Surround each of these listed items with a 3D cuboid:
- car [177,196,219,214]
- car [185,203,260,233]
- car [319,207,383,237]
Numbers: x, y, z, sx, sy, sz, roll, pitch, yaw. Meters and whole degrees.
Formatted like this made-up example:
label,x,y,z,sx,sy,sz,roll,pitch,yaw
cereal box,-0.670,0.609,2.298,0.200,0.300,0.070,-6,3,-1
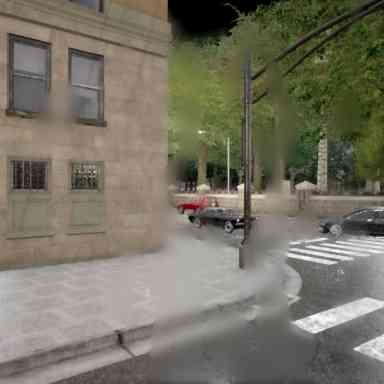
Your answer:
label,x,y,z,sx,sy,sz,roll,pitch,yaw
car,0.571,1.285,31.798,2.192,1.841,5.009,0,0,-35
car,1.816,1.585,19.855,1.895,1.301,4.718,0,0,-35
car,8.813,1.499,16.260,4.892,1.490,1.837,0,4,33
